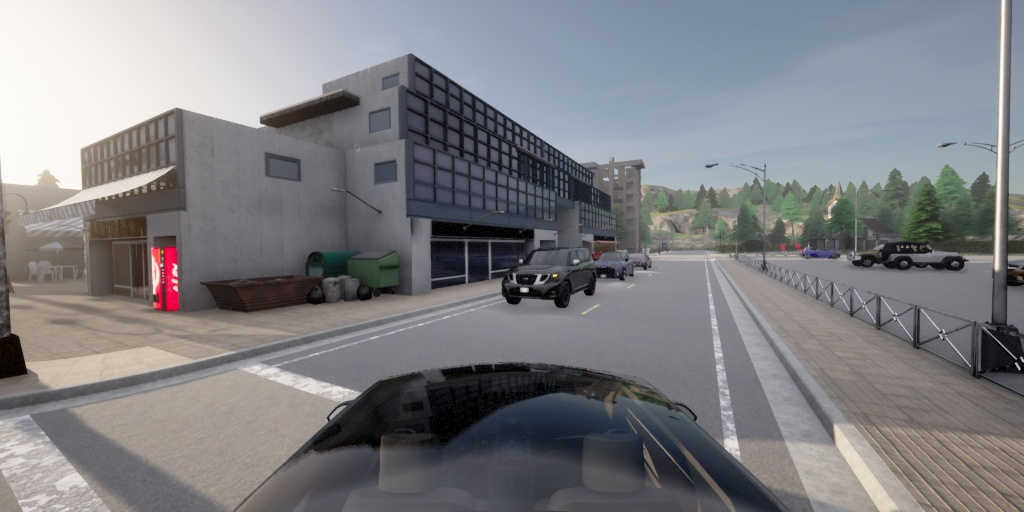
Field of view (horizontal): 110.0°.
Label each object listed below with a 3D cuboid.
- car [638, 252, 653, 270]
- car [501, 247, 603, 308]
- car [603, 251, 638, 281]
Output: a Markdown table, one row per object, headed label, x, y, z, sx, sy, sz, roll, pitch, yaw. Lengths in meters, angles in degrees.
| label | x | y | z | sx | sy | sz | roll | pitch | yaw |
| --- | --- | --- | --- | --- | --- | --- | --- | --- | --- |
| car | 11.159 | 0.406 | 31.704 | 1.812 | 1.442 | 4.674 | 0 | 2 | 28 |
| car | 1.697 | 0.670 | 14.007 | 2.150 | 2.045 | 5.566 | 0 | 2 | 28 |
| car | 6.333 | 0.522 | 22.682 | 2.097 | 1.767 | 4.553 | 0 | 2 | 28 |
